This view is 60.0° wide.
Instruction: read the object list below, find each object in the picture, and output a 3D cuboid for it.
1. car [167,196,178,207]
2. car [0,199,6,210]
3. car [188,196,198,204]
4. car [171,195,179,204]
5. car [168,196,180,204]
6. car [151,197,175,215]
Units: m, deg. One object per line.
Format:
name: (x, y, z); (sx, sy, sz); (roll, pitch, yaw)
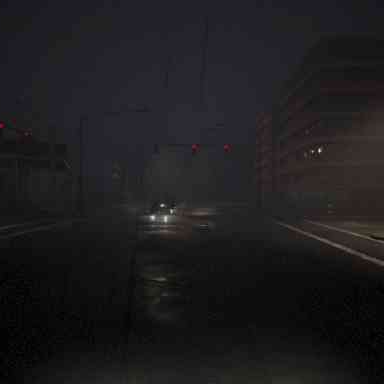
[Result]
car: (-3.268, 1.564, 43.933); (1.994, 1.385, 4.181); (0, 0, -1)
car: (-24.063, 1.455, 38.891); (3.806, 1.475, 1.970); (0, 0, 1)
car: (0.231, 1.525, 64.979); (1.812, 1.442, 4.674); (0, 0, 0)
car: (-3.344, 1.352, 52.529); (2.097, 1.767, 4.553); (0, 0, 0)
car: (-3.409, 1.563, 62.547); (1.994, 1.385, 4.181); (0, 0, 0)
car: (-3.183, 1.547, 34.692); (2.033, 1.411, 5.357); (0, 0, -1)
